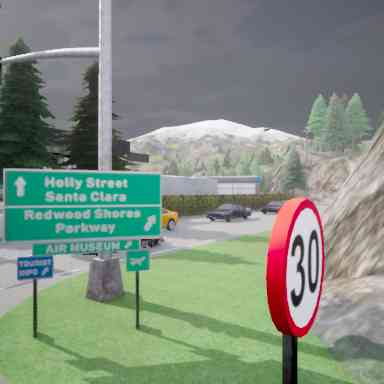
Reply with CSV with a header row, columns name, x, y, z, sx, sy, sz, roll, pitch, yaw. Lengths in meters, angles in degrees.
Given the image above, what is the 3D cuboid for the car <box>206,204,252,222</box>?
name,x,y,z,sx,sy,sz,roll,pitch,yaw
car,3.385,1.738,29.078,2.033,1.411,5.357,0,0,36

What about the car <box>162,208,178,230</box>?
name,x,y,z,sx,sy,sz,roll,pitch,yaw
car,-2.885,1.668,20.459,1.882,1.535,5.008,0,0,36

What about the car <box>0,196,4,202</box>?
name,x,y,z,sx,sy,sz,roll,pitch,yaw
car,-12.342,1.502,26.034,1.905,1.878,3.866,0,0,35

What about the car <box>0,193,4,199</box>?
name,x,y,z,sx,sy,sz,roll,pitch,yaw
car,-38.544,1.483,69.976,4.514,1.523,2.007,0,0,35

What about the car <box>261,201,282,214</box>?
name,x,y,z,sx,sy,sz,roll,pitch,yaw
car,9.672,1.738,37.694,2.033,1.411,5.357,0,0,36

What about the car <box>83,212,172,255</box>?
name,x,y,z,sx,sy,sz,roll,pitch,yaw
car,-3.060,1.755,13.924,1.994,1.385,4.181,0,0,36
